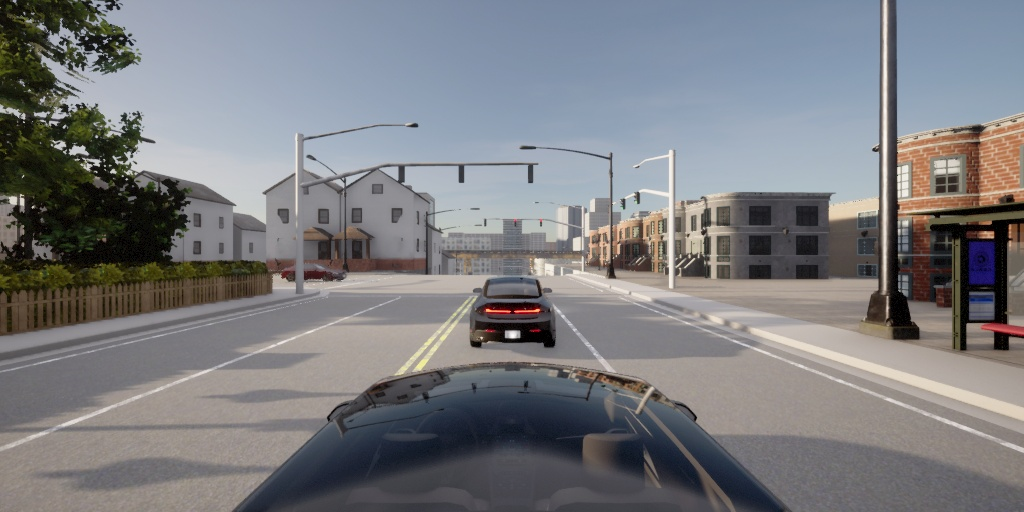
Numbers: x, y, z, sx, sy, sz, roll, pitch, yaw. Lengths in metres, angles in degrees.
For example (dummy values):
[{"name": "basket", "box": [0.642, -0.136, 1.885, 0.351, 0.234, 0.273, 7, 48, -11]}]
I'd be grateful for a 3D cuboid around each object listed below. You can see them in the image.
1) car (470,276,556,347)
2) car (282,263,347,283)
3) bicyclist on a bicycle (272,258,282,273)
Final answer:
[{"name": "car", "box": [0.015, 1.255, 9.291, 1.837, 1.490, 4.892, 0, 0, 0]}, {"name": "car", "box": [-15.223, 1.276, 27.662, 4.674, 1.442, 1.812, 0, 0, 4]}, {"name": "bicyclist on a bicycle", "box": [-25.503, 1.053, 38.848, 0.582, 1.620, 1.656, 0, 0, 0]}]
